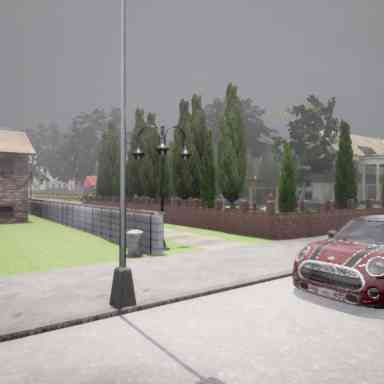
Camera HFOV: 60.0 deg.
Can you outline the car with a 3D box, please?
[{"bbox_3d":[4.430,1.352,7.765,4.553,1.767,2.097,0,0,-35],"label":"car"}]
